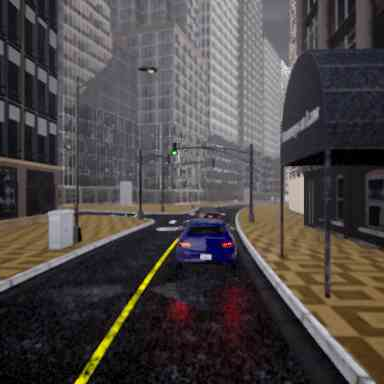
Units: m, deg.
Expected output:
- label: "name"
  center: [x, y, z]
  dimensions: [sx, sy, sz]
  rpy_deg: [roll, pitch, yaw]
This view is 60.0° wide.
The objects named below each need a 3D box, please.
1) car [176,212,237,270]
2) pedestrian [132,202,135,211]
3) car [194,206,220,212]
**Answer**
- label: "car"
  center: [0.491, 1.624, 11.347]
  dimensions: [1.812, 1.442, 4.674]
  rpy_deg: [0, 0, 3]
- label: "pedestrian"
  center: [-6.914, 1.689, 39.430]
  dimensions: [0.500, 1.100, 0.500]
  rpy_deg: [0, -1, 21]
- label: "car"
  center: [1.204, 1.772, 25.260]
  dimensions: [2.033, 1.411, 5.357]
  rpy_deg: [0, -1, -1]
